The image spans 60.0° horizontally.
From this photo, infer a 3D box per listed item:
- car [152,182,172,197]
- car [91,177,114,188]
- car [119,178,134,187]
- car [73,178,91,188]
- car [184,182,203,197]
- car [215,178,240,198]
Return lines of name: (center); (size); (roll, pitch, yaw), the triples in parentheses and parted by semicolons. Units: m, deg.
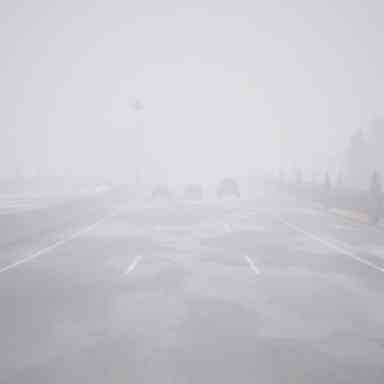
car: (-3.339, -0.338, 36.716); (1.837, 1.490, 4.892); (0, 5, 0)
car: (-13.944, -1.561, 53.478); (2.128, 1.511, 4.902); (0, 4, 1)
car: (-10.445, -1.533, 53.519); (1.812, 1.442, 4.674); (0, 4, 1)
car: (-17.437, -1.560, 53.335); (1.882, 1.535, 5.008); (0, 4, 1)
car: (0.160, -0.343, 36.732); (1.837, 1.490, 4.892); (0, 5, 0)
car: (3.650, -0.494, 34.860); (2.150, 2.045, 5.566); (0, 4, 0)
